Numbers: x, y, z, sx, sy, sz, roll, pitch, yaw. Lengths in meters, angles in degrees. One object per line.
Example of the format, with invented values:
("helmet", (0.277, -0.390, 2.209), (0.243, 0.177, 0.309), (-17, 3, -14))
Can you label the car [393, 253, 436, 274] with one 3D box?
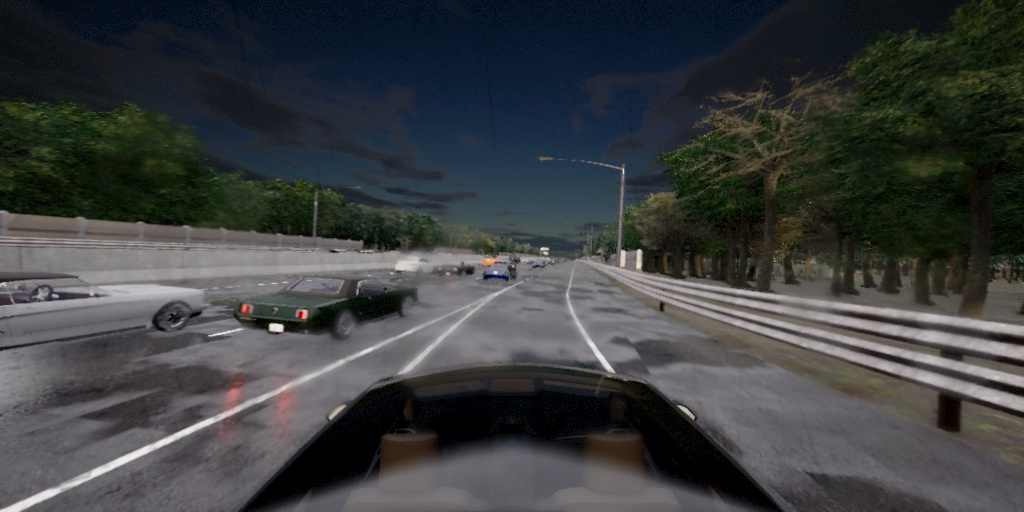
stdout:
("car", (-7.718, 0.760, 28.939), (1.812, 1.442, 4.674), (3, 0, 10))

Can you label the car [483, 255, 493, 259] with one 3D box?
("car", (-3.131, 0.704, 54.542), (2.097, 1.767, 4.553), (3, 0, 10))

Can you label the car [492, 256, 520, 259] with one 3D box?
("car", (-0.750, 1.056, 48.071), (2.033, 1.411, 5.357), (3, 0, 10))

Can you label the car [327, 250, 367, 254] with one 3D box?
("car", (-16.840, 0.217, 37.938), (1.837, 1.490, 4.892), (3, 0, 10))

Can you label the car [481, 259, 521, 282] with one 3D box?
("car", (-0.842, 1.165, 27.703), (1.994, 1.385, 4.181), (3, 0, 10))

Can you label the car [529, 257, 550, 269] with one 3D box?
("car", (4.450, 1.286, 57.297), (2.033, 1.411, 5.357), (3, 0, 10))

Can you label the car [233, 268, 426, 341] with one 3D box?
("car", (-4.161, 1.117, 9.135), (1.895, 1.301, 4.718), (3, 0, 10))

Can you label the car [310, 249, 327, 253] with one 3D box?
("car", (-20.279, 0.033, 38.550), (1.837, 1.490, 4.892), (3, 0, 10))

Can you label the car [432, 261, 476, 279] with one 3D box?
("car", (-4.279, 1.018, 28.343), (1.895, 1.301, 4.718), (3, 0, 10))

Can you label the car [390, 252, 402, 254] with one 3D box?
("car", (-17.447, 0.080, 54.183), (1.882, 1.535, 5.008), (3, 0, 11))

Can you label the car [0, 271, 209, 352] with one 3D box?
("car", (-8.235, 0.917, 6.210), (1.895, 1.301, 4.718), (3, 0, 10))
